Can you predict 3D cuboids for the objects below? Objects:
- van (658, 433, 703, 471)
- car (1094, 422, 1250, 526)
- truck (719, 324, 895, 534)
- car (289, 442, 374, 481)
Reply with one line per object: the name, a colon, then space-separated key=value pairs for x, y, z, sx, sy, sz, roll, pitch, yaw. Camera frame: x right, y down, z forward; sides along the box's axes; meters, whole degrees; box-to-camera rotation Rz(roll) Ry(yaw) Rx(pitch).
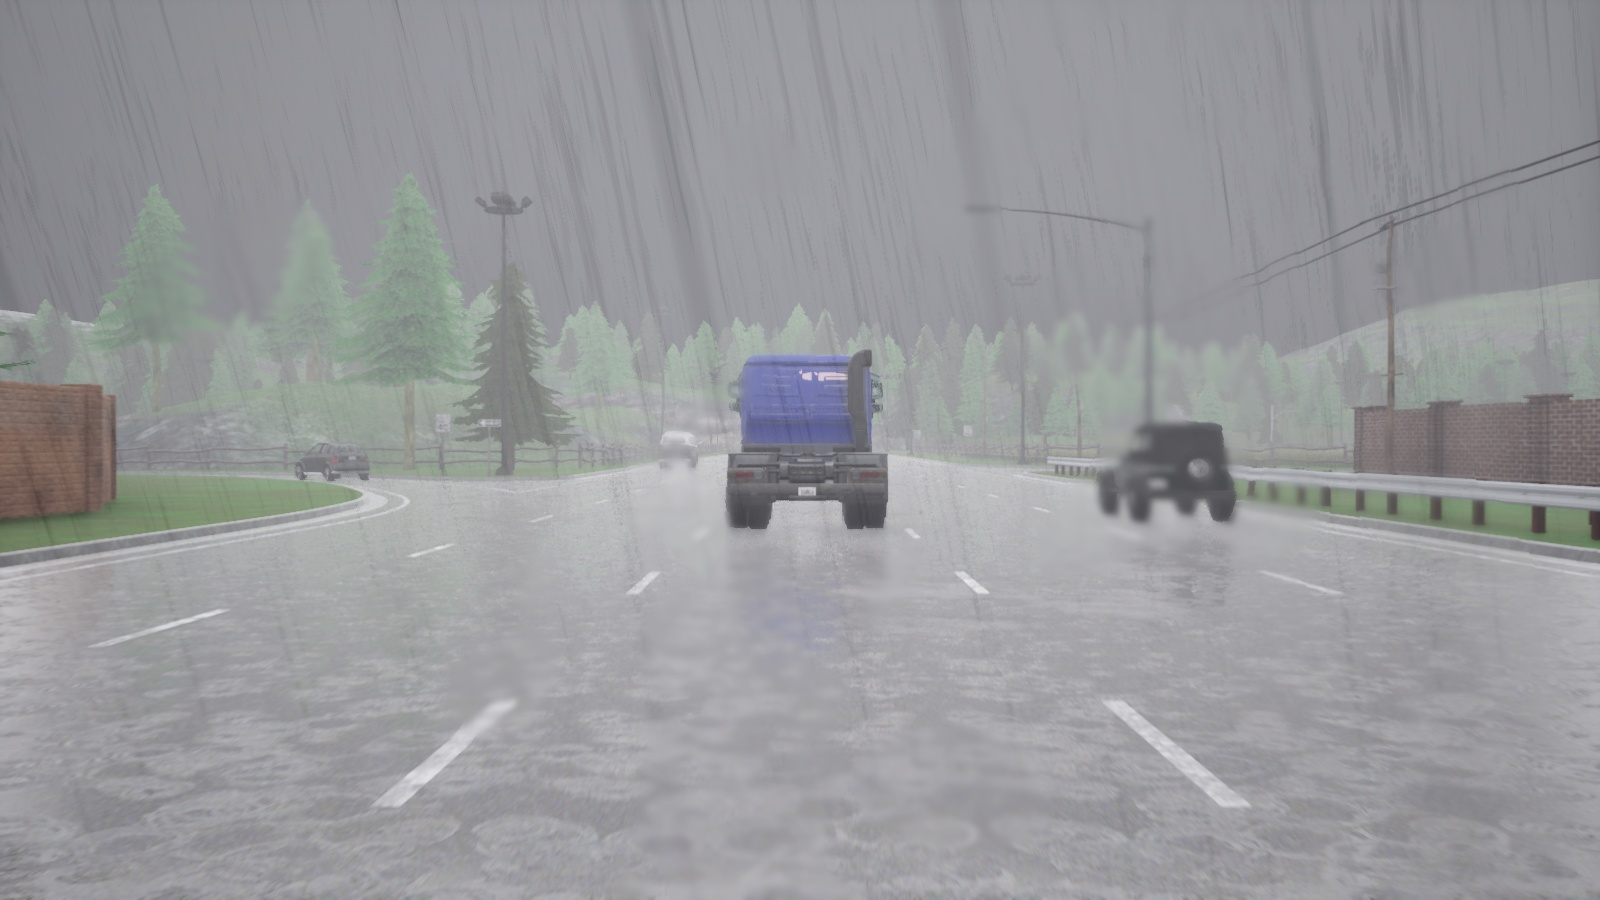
van: x=-6.635 y=0.091 z=70.100 sx=2.069 sy=2.038 sz=4.480 roll=0 pitch=0 yaw=0
car: x=7.138 y=0.418 z=24.499 sx=1.905 sy=1.878 sz=3.866 roll=0 pitch=0 yaw=0
truck: x=0.140 y=-0.367 z=24.653 sx=2.891 sy=3.462 sz=7.936 roll=0 pitch=0 yaw=0
car: x=-18.997 y=0.438 z=50.826 sx=3.705 sy=1.549 sz=1.789 roll=0 pitch=0 yaw=44
